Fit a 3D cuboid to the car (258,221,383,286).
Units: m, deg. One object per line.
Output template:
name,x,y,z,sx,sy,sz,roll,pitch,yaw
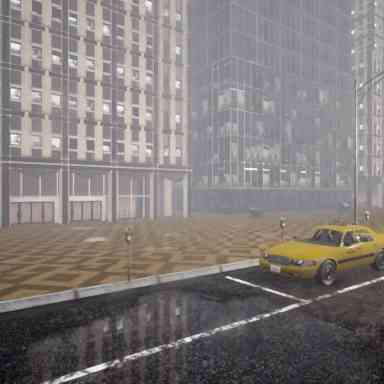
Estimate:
car,3.964,1.526,9.409,4.829,1.417,1.752,0,0,-36
